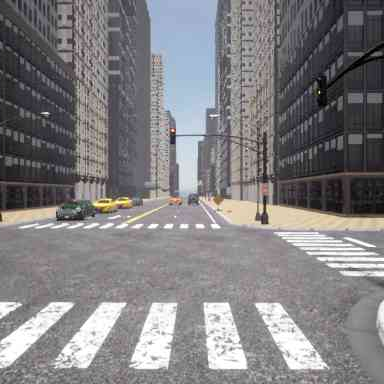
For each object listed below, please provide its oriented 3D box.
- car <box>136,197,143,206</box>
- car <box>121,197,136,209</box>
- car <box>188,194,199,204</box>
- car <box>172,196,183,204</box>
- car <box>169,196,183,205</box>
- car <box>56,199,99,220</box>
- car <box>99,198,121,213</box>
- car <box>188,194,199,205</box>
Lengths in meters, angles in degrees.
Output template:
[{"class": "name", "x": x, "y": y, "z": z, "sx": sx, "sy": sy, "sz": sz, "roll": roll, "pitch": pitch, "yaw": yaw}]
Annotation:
[{"class": "car", "x": -9.641, "y": 1.640, "z": 57.725, "sx": 2.033, "sy": 1.411, "sz": 5.357, "roll": 0, "pitch": 0, "yaw": 1}, {"class": "car", "x": -9.712, "y": 1.538, "z": 47.077, "sx": 1.882, "sy": 1.535, "sz": 5.008, "roll": 0, "pitch": 0, "yaw": 0}, {"class": "car", "x": 0.274, "y": 1.361, "z": 70.335, "sx": 2.150, "sy": 2.045, "sz": 5.566, "roll": 0, "pitch": 0, "yaw": 0}, {"class": "car", "x": -2.978, "y": 1.633, "z": 70.104, "sx": 2.128, "sy": 1.511, "sz": 4.902, "roll": 0, "pitch": 0, "yaw": 0}, {"class": "car", "x": -2.978, "y": 1.452, "z": 59.916, "sx": 2.097, "sy": 1.767, "sz": 4.553, "roll": 0, "pitch": 0, "yaw": 0}, {"class": "car", "x": -9.769, "y": 1.374, "z": 28.208, "sx": 2.097, "sy": 1.767, "sz": 4.553, "roll": 0, "pitch": 0, "yaw": 0}, {"class": "car", "x": -9.745, "y": 1.516, "z": 37.395, "sx": 1.882, "sy": 1.535, "sz": 5.008, "roll": 0, "pitch": 0, "yaw": 0}, {"class": "car", "x": 0.272, "y": 1.606, "z": 60.127, "sx": 1.837, "sy": 1.490, "sz": 4.892, "roll": 0, "pitch": 0, "yaw": 0}]
